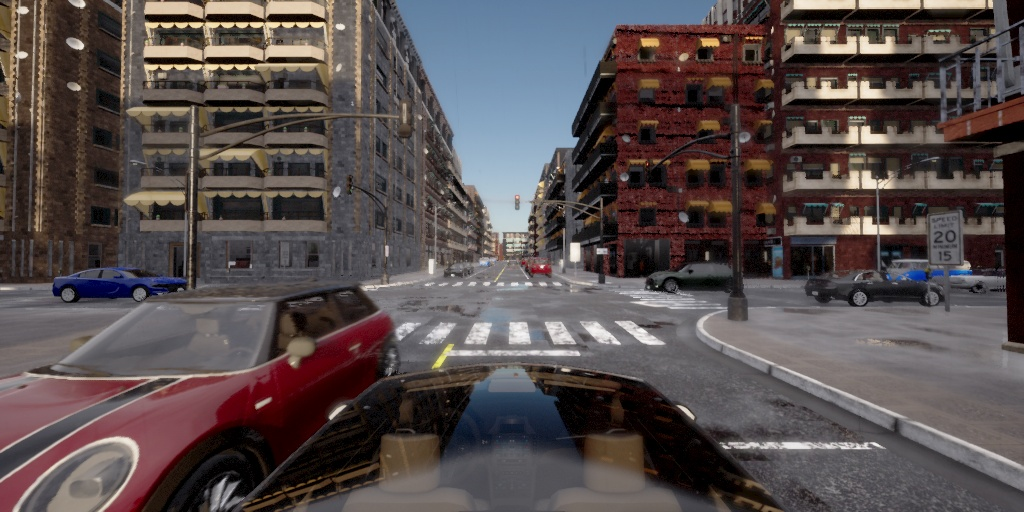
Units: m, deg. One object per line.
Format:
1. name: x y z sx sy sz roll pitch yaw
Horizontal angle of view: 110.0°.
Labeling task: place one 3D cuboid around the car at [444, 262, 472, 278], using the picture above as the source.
1. car: -5.255 1.328 33.966 1.948 1.339 4.313 0 0 0

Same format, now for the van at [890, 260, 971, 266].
1. van: 24.939 1.115 21.515 3.998 1.789 1.690 0 0 0

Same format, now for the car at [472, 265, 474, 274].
1. car: -5.245 1.331 39.528 1.948 1.339 4.313 0 0 0

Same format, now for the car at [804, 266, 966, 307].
1. car: 13.767 1.185 13.683 4.403 1.370 2.007 0 0 0

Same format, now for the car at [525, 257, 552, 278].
1. car: 2.626 1.077 33.997 2.192 1.841 5.009 0 0 0

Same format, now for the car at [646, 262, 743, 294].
1. car: 9.688 1.117 19.384 4.553 1.767 2.097 0 -1 4

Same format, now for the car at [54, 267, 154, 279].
1. car: -17.587 1.254 16.304 5.008 1.535 1.882 0 -1 0

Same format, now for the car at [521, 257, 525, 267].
1. car: 2.647 1.086 45.120 2.192 1.841 5.009 0 0 0

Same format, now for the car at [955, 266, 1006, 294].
1. car: 25.261 1.323 19.061 4.718 1.301 1.895 0 -1 0

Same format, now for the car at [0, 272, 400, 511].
1. car: -2.802 1.103 3.598 2.097 1.767 4.553 0 0 1

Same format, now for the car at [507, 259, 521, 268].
1. car: 0.214 1.314 63.522 2.128 1.511 4.902 0 0 0
